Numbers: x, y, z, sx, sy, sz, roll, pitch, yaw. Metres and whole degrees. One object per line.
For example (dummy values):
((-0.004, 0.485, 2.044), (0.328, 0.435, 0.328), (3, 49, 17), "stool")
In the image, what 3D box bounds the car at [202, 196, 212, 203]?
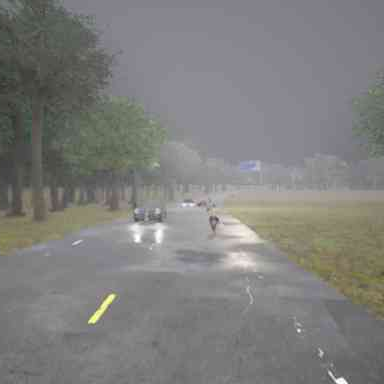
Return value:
((3.334, 1.588, 73.970), (1.994, 1.385, 4.181), (0, 0, 5), "car")

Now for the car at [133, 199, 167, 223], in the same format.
((-3.154, 1.365, 25.922), (2.097, 1.767, 4.553), (0, 0, 2), "car")

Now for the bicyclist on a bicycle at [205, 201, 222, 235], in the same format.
((1.191, 1.442, 17.976), (0.866, 1.612, 1.509), (0, -1, 1), "bicyclist on a bicycle")

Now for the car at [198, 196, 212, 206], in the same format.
((1.929, 1.657, 54.510), (1.895, 1.301, 4.718), (0, 0, 4), "car")

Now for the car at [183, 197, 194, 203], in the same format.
((-0.710, 1.629, 67.770), (1.895, 1.301, 4.718), (0, 0, 5), "car")
